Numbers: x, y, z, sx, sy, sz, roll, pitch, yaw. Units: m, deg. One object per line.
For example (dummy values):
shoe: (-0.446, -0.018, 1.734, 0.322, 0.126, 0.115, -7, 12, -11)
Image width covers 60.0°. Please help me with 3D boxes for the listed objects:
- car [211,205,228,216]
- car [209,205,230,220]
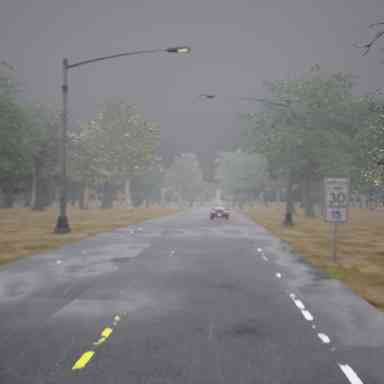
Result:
car: (3.669, 2.407, 44.373, 2.033, 1.411, 5.357, 1, -2, 5)
car: (2.856, 2.087, 34.228, 1.812, 1.442, 4.674, 1, -1, 5)
